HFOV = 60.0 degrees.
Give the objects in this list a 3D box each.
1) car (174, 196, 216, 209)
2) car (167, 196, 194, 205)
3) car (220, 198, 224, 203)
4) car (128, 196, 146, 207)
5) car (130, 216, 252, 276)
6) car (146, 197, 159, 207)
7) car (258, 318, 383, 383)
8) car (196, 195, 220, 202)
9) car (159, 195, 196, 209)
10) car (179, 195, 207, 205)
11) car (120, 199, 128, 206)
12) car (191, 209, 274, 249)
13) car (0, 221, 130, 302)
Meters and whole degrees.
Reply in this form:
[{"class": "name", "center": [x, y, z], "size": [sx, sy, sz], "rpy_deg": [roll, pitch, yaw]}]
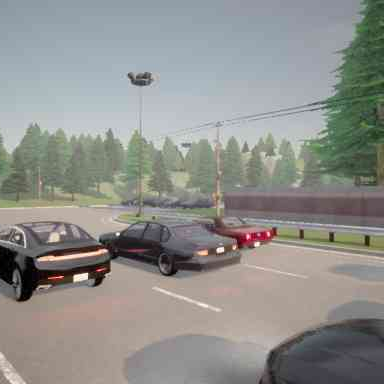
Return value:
[{"class": "car", "center": [0.705, 1.547, 43.892], "size": [5.357, 1.411, 2.033], "rpy_deg": [0, 0, -43]}, {"class": "car", "center": [-2.011, 1.505, 60.469], "size": [4.892, 1.490, 1.837], "rpy_deg": [0, 0, -43]}, {"class": "car", "center": [7.766, 1.595, 69.456], "size": [4.718, 1.301, 1.895], "rpy_deg": [0, 0, -43]}, {"class": "car", "center": [-6.793, 1.491, 51.257], "size": [4.902, 1.511, 2.128], "rpy_deg": [0, 0, -43]}, {"class": "car", "center": [-0.981, 1.547, 10.437], "size": [2.033, 1.411, 5.357], "rpy_deg": [0, 0, -43]}, {"class": "car", "center": [-4.119, 1.564, 48.964], "size": [4.181, 1.385, 1.994], "rpy_deg": [0, 0, -43]}, {"class": "car", "center": [2.609, 1.505, 1.670], "size": [1.837, 1.490, 4.892], "rpy_deg": [0, 0, -43]}, {"class": "car", "center": [2.107, 1.563, 54.751], "size": [4.181, 1.385, 1.994], "rpy_deg": [0, 0, -43]}, {"class": "car", "center": [-1.866, 1.525, 46.262], "size": [4.674, 1.442, 1.812], "rpy_deg": [0, 0, -42]}, {"class": "car", "center": [0.178, 1.352, 57.734], "size": [4.553, 1.767, 2.097], "rpy_deg": [0, 0, -43]}, {"class": "car", "center": [-9.272, 1.504, 53.729], "size": [4.892, 1.490, 1.837], "rpy_deg": [0, 0, -43]}, {"class": "car", "center": [0.836, 1.601, 13.632], "size": [1.895, 1.301, 4.718], "rpy_deg": [0, 0, -43]}, {"class": "car", "center": [-3.874, 1.491, 8.414], "size": [2.128, 1.511, 4.902], "rpy_deg": [0, 0, -43]}]
